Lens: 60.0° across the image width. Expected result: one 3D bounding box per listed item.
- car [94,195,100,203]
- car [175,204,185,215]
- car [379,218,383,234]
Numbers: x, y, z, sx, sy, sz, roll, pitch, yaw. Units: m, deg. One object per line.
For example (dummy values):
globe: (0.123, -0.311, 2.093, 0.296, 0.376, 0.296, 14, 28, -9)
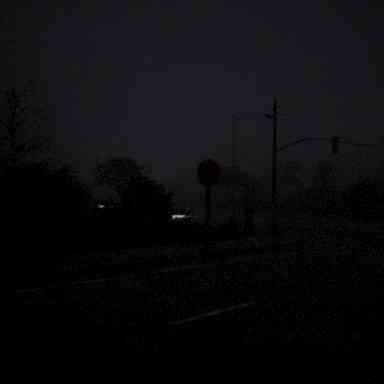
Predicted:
car: (-16.171, 1.364, 58.966, 1.882, 1.535, 5.008, 2, 0, -36)
car: (-2.470, 1.807, 37.129, 1.994, 1.385, 4.181, 1, 0, -32)
car: (11.332, 1.725, 15.289, 2.128, 1.511, 4.902, 1, 0, -32)
